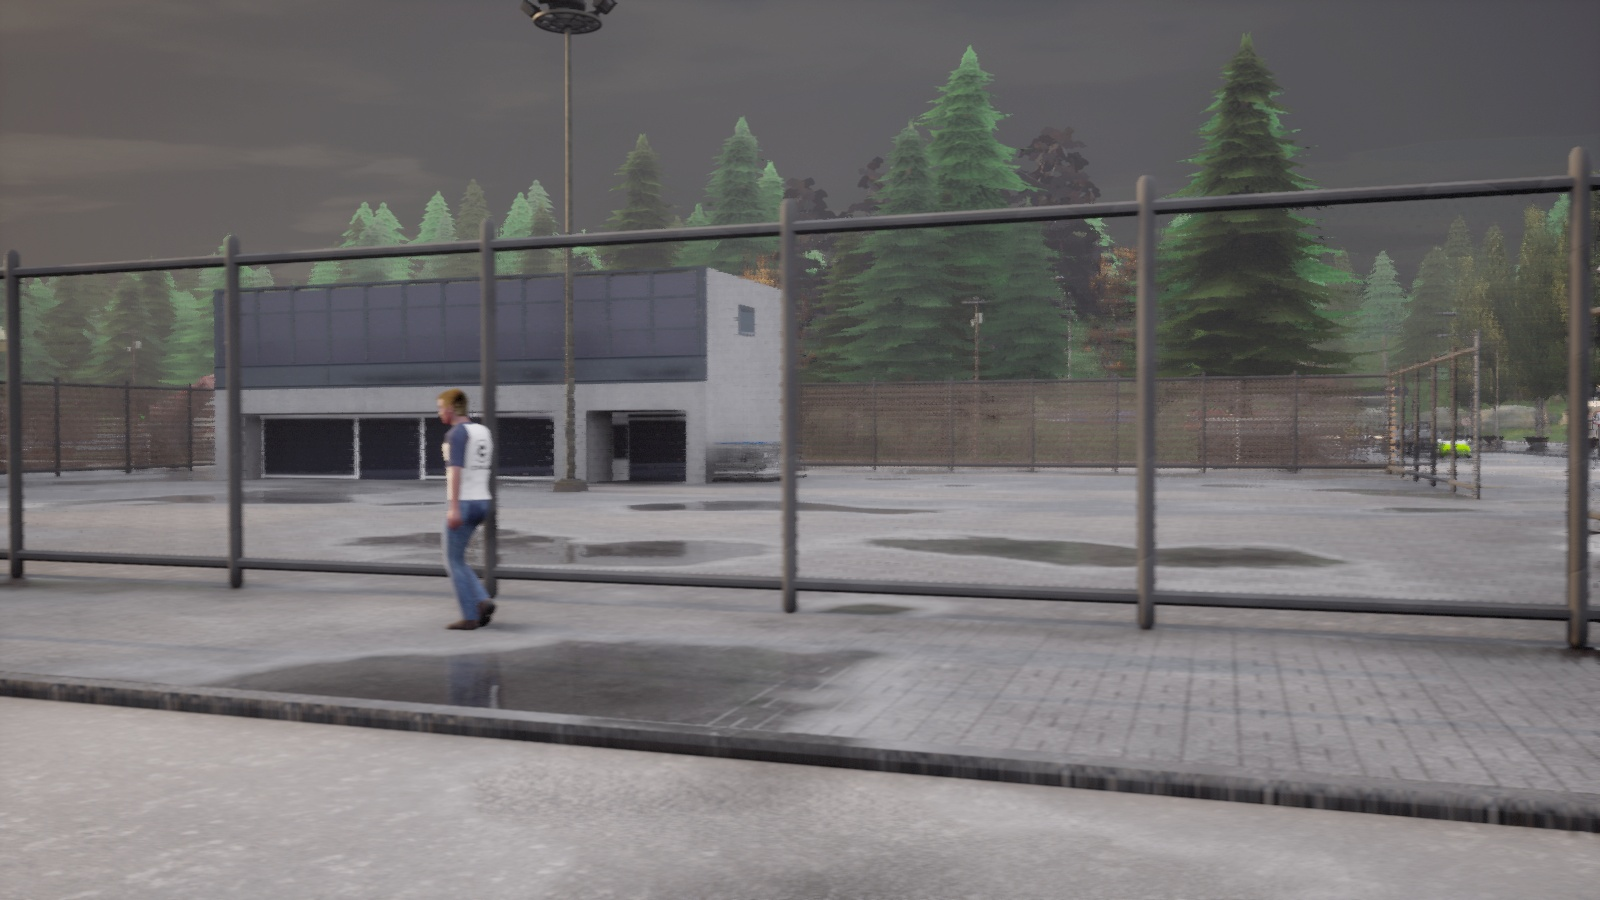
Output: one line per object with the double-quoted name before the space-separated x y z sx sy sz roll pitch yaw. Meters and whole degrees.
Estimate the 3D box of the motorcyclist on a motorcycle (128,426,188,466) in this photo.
"motorcyclist on a motorcycle" -27.108 -0.175 53.066 0.766 1.649 2.350 1 1 19

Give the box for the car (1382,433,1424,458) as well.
"car" 38.540 -0.311 80.412 1.837 1.490 4.892 1 1 19

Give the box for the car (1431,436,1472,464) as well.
"car" 32.746 -0.007 63.156 1.481 1.376 2.207 1 1 19

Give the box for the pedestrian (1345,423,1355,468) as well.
"pedestrian" 22.531 -0.203 51.419 0.354 1.836 0.706 1 1 25

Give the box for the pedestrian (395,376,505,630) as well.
"pedestrian" -2.593 0.377 9.318 0.706 1.836 0.354 0 1 17

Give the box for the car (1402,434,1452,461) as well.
"car" 35.329 -0.171 70.885 1.837 1.490 4.892 1 1 19

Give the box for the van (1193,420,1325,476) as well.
"van" 16.720 -0.093 45.900 4.442 1.987 1.775 1 1 19
